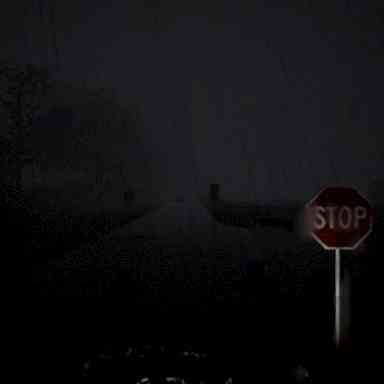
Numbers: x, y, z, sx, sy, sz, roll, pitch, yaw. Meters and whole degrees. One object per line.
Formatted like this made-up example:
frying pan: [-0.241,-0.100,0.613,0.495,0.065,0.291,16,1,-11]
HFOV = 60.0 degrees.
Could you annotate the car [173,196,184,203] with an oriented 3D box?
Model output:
car: [-2.641,1.514,65.405,1.994,1.385,4.181,0,0,0]
